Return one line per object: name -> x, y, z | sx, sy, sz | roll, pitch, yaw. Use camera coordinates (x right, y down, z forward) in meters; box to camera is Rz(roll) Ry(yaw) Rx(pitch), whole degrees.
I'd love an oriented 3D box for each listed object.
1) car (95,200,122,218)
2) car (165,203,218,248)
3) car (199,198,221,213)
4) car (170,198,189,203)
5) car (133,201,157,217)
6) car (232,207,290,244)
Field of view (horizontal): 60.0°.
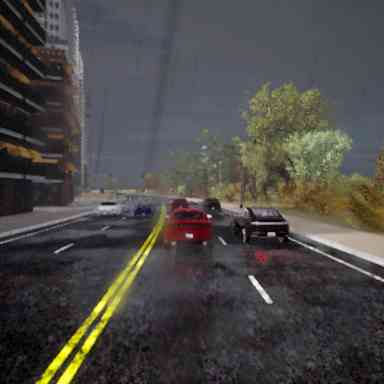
car -> -7.474, 1.478, 30.172 | 1.812, 1.442, 4.674 | 0, 0, -4
car -> -0.157, 1.445, 14.593 | 1.882, 1.535, 5.008 | 0, 0, -2
car -> 1.972, 1.412, 36.014 | 1.837, 1.490, 4.892 | 0, 0, -4
car -> -1.364, 1.391, 37.028 | 1.882, 1.535, 5.008 | 0, 0, -4
car -> -4.233, 1.545, 30.433 | 1.895, 1.301, 4.718 | 0, 0, -4
car -> 3.062, 1.450, 15.511 | 2.128, 1.511, 4.902 | 0, 0, -2
